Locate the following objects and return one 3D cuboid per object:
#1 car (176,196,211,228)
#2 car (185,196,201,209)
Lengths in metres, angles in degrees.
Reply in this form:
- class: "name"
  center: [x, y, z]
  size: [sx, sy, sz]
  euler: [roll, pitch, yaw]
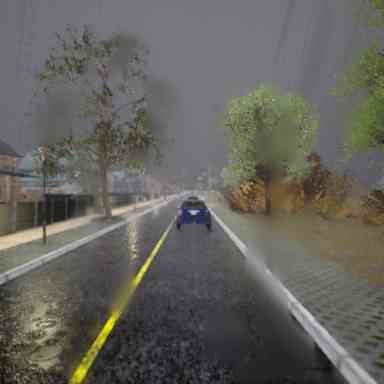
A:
- class: "car"
  center: [0.108, 1.257, 21.599]
  size: [2.097, 1.767, 4.553]
  euler: [0, 0, 0]
- class: "car"
  center: [0.116, 1.322, 42.146]
  size: [1.837, 1.490, 4.892]
  euler: [0, 0, 0]
